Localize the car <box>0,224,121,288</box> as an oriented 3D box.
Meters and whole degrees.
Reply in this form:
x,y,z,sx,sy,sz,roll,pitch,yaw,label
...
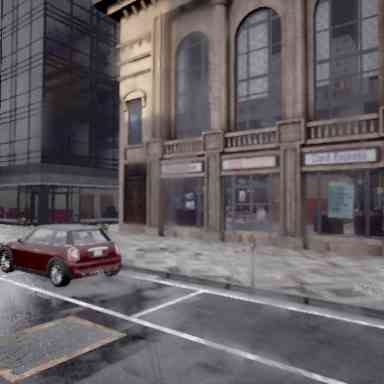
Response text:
x,y,z,sx,sy,sz,roll,pitch,yaw,label
-4.082,1.678,10.070,4.097,1.590,1.967,-1,-2,36,car
